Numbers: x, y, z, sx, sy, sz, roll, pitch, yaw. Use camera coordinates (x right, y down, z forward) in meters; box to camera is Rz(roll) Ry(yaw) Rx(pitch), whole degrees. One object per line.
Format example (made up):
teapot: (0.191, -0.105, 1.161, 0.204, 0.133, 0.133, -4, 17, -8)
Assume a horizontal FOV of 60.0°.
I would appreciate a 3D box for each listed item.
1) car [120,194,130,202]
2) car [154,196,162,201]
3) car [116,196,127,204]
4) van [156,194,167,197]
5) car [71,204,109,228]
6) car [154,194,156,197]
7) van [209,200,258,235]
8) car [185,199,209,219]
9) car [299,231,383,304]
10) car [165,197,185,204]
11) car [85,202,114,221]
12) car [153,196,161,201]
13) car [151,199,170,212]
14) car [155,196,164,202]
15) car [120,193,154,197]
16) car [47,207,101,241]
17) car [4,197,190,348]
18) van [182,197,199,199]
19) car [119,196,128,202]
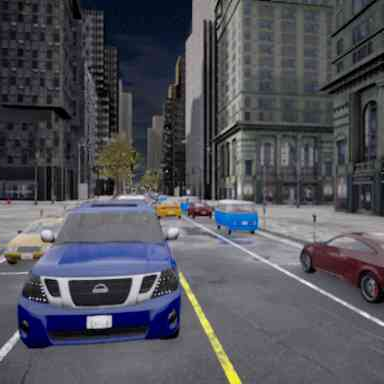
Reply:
car: (-16.507, 1.440, 81.702, 2.192, 1.841, 5.009, 0, 0, -9)
car: (-9.025, 1.735, 88.770, 1.802, 1.307, 4.206, 0, 0, -9)
car: (-13.927, 1.617, 65.871, 1.752, 1.417, 4.829, 0, 0, -9)
van: (-6.405, 1.458, 72.743, 1.690, 1.788, 3.998, 0, 0, -9)
car: (-6.929, 1.567, 22.990, 1.887, 1.381, 4.507, 0, 0, -9)
car: (-7.279, 1.694, 78.084, 1.947, 1.339, 4.313, 0, 0, -9)
van: (2.406, 1.371, 18.900, 1.690, 1.788, 3.998, 0, 0, -9)
car: (0.624, 1.588, 29.804, 1.887, 1.381, 4.507, 0, 0, -9)
car: (4.185, 1.599, 7.993, 1.802, 1.307, 4.206, 0, 0, -9)
car: (-2.098, 1.517, 29.733, 1.882, 1.535, 5.008, 0, 0, -9)
car: (-7.822, 1.574, 28.443, 1.887, 1.381, 4.507, 0, 0, -9)
car: (-9.897, 1.717, 94.112, 2.008, 1.369, 4.403, 0, 0, -9)
car: (-3.800, 1.618, 40.014, 1.994, 1.385, 4.181, 0, 0, -9)
car: (-8.151, 1.685, 83.427, 1.887, 1.381, 4.507, 0, 0, -9)
car: (-3.660, 1.244, 20.205, 2.150, 2.045, 5.566, 0, 0, -9)
car: (-6.037, 1.560, 17.537, 1.887, 1.381, 4.507, 0, 0, -9)
car: (-1.567, 1.229, 6.768, 2.150, 2.045, 5.566, 0, 0, -9)
van: (-0.265, 1.392, 35.258, 1.690, 1.788, 3.998, 0, 0, -9)
car: (-15.655, 1.658, 76.482, 1.887, 1.381, 4.507, 0, 0, -9)
